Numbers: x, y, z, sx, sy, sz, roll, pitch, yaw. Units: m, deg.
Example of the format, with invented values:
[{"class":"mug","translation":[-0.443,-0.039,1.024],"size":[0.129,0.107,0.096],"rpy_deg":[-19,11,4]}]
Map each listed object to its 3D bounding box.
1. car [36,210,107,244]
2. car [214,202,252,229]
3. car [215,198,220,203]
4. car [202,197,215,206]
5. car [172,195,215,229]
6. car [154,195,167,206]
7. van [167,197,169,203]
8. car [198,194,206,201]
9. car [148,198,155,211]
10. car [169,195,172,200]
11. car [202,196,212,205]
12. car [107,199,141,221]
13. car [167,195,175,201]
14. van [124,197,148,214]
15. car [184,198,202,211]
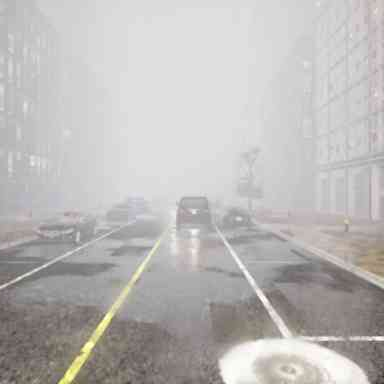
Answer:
[{"class":"car","translation":[-5.681,1.558,15.585],"size":[2.008,1.369,4.403],"rpy_deg":[0,0,0]},{"class":"car","translation":[2.702,1.576,21.262],"size":[1.947,1.339,4.313],"rpy_deg":[0,0,0]},{"class":"car","translation":[2.711,1.454,44.029],"size":[1.967,1.590,4.097],"rpy_deg":[0,0,0]},{"class":"car","translation":[2.715,1.596,55.413],"size":[1.802,1.307,4.206],"rpy_deg":[0,0,0]},{"class":"car","translation":[0.109,1.233,21.602],"size":[2.150,2.045,5.566],"rpy_deg":[0,0,0]},{"class":"car","translation":[-5.665,1.454,55.430],"size":[1.967,1.590,4.097],"rpy_deg":[0,0,0]},{"class":"van","translation":[-5.662,1.354,61.123],"size":[1.690,1.788,3.998],"rpy_deg":[0,0,0]},{"class":"car","translation":[2.728,1.448,89.564],"size":[1.967,1.590,4.097],"rpy_deg":[0,0,0]},{"class":"car","translation":[-5.672,1.596,38.355],"size":[1.802,1.307,4.206],"rpy_deg":[0,0,0]},{"class":"car","translation":[-5.661,1.578,66.816],"size":[1.947,1.339,4.313],"rpy_deg":[0,0,0]},{"class":"car","translation":[2.717,1.539,61.275],"size":[1.752,1.417,4.829],"rpy_deg":[0,0,0]},{"class":"car","translation":[-5.676,1.556,26.970],"size":[1.887,1.381,4.507],"rpy_deg":[0,0,0]},{"class":"car","translation":[-5.653,1.533,89.413],"size":[1.752,1.417,4.829],"rpy_deg":[0,0,0]},{"class":"van","translation":[-5.673,1.354,32.662],"size":[1.690,1.788,3.998],"rpy_deg":[0,0,0]},{"class":"car","translation":[0.117,1.506,41.479],"size":[2.128,1.511,4.902],"rpy_deg":[0,0,0]}]
